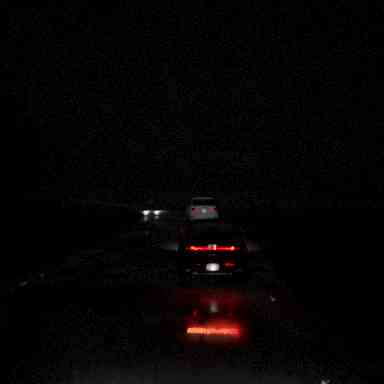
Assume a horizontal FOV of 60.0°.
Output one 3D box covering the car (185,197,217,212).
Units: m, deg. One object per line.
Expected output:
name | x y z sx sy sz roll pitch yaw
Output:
car | 0.703 1.410 26.333 2.150 2.045 5.566 0 -1 -3

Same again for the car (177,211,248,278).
car | 0.629 1.560 10.319 1.837 1.490 4.892 0 0 3

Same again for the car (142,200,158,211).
car | -6.026 1.901 47.744 1.812 1.442 4.674 0 -1 -15
